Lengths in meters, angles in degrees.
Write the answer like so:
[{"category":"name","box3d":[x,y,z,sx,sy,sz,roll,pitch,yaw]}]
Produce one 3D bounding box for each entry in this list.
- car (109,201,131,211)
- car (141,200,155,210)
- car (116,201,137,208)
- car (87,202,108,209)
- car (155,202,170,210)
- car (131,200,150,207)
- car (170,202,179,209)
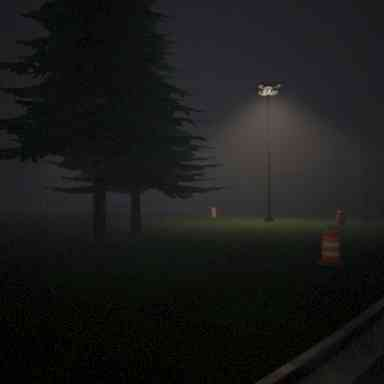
[{"category":"car","box3d":[-12.112,2.524,58.546,2.128,1.511,4.902,1,-1,-41]},{"category":"car","box3d":[-9.528,2.548,60.909,2.128,1.511,4.902,1,-1,-41]},{"category":"car","box3d":[-14.012,2.621,71.091,2.033,1.411,5.357,1,-1,-42]},{"category":"car","box3d":[-19.227,2.639,66.420,1.837,1.490,4.892,1,-1,-42]},{"category":"car","box3d":[-7.045,2.630,63.382,2.033,1.411,5.357,0,-1,-41]},{"category":"car","box3d":[-11.405,2.604,73.426,1.837,1.490,4.892,1,-1,-42]},{"category":"car","box3d":[-4.393,2.631,65.668,1.812,1.442,4.674,0,-1,-41]}]
